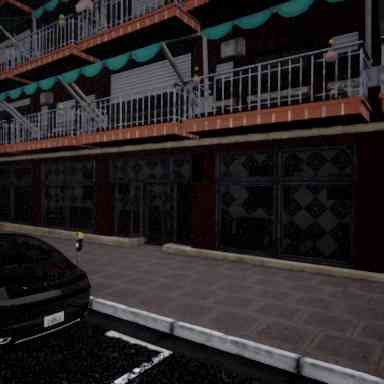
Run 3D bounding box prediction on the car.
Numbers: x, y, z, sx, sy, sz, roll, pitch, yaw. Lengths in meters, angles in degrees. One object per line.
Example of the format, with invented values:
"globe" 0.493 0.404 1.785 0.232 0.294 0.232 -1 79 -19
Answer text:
"car" -3.877 1.504 5.980 4.892 1.490 1.837 0 0 35
